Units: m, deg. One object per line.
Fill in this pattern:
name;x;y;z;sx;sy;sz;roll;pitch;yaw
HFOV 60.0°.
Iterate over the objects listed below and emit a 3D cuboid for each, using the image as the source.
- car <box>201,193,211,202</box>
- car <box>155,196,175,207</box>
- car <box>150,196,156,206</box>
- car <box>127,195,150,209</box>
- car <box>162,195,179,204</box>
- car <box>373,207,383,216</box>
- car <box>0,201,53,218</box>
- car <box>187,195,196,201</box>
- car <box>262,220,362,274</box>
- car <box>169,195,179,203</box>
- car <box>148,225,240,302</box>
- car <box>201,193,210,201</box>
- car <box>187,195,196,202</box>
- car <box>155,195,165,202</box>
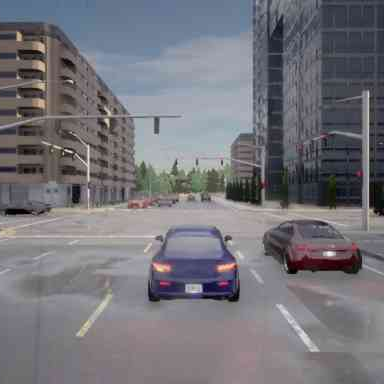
car;3.325;1.355;77.706;2.097;1.767;4.553;0;0;1
car;-4.006;1.601;50.057;1.895;1.301;4.718;0;0;0
car;-7.489;1.352;54.266;2.097;1.767;4.553;0;0;0
car;-7.483;1.352;45.657;2.097;1.767;4.553;0;0;0
car;-3.929;1.601;60.110;1.895;1.301;4.718;0;0;1
car;19.449;1.656;30.750;4.718;1.301;1.895;0;0;0
car;-15.520;1.548;30.799;4.902;1.511;2.128;0;0;0
car;-0.069;1.525;87.841;2.128;1.511;4.902;0;0;1
car;3.552;1.564;10.563;1.994;1.385;4.181;0;0;0
car;-3.751;1.478;70.461;1.882;1.535;5.008;0;0;1
car;0.044;1.526;8.139;1.812;1.442;4.674;0;0;0
car;3.432;1.225;87.869;2.150;2.045;5.566;0;0;1
car;-0.176;1.540;77.497;2.033;1.411;5.357;0;0;1
car;-7.204;1.470;74.988;1.882;1.535;5.008;0;0;1
